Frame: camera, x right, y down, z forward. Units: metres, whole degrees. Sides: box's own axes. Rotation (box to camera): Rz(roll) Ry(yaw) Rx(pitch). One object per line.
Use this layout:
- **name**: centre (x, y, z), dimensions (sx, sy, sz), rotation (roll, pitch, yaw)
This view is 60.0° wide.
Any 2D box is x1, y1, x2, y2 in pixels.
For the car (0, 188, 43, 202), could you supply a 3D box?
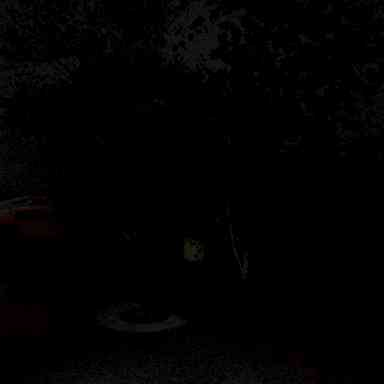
- **car**: centre (-20.235, 0.368, 39.141), dimensions (4.792, 1.488, 2.163), rotation (1, 1, -30)

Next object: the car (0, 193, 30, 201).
- **car**: centre (-8.030, 1.137, 17.566), dimensions (4.553, 1.767, 2.185), rotation (1, 2, -30)

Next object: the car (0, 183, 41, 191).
- **car**: centre (-14.779, 0.489, 29.501), dimensions (5.566, 2.045, 2.435), rotation (1, 2, -30)

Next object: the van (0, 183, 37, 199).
- **van**: centre (-24.240, -0.138, 46.408), dimensions (4.442, 1.987, 1.878), rotation (1, 1, -30)

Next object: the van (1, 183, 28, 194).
- **van**: centre (-33.844, -0.711, 63.388), dimensions (4.442, 1.987, 1.878), rotation (1, 1, -30)

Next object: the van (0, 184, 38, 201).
- **van**: centre (-21.701, 0.024, 41.463), dimensions (4.442, 1.987, 1.878), rotation (1, 1, -30)

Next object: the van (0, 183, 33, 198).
- **van**: centre (-25.806, -0.223, 48.703), dimensions (4.442, 1.987, 1.878), rotation (1, 1, -30)

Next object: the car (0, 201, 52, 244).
- **car**: centre (-6.703, 1.367, 15.141), dimensions (5.008, 1.535, 2.097), rotation (1, 2, -30)

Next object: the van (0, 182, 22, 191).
- **van**: centre (-42.230, -1.202, 77.741), dimensions (4.442, 1.987, 1.878), rotation (1, 1, -30)

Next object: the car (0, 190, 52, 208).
- **car**: centre (-16.200, 0.663, 31.889), dimensions (4.792, 1.488, 2.163), rotation (1, 2, -30)

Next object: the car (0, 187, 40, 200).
- **car**: centre (-22.980, 0.167, 43.947), dimensions (5.008, 1.535, 2.097), rotation (1, 1, -30)

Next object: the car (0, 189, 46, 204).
- **car**: centre (-18.937, 0.457, 36.845), dimensions (4.792, 1.488, 2.163), rotation (1, 2, -29)

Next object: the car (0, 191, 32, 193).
- **car**: centre (-12.249, 0.944, 24.583), dimensions (5.366, 1.575, 1.946), rotation (1, 2, -30)

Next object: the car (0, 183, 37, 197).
- **car**: centre (-27.091, -0.329, 51.156), dimensions (5.566, 2.045, 2.435), rotation (1, 1, -30)
